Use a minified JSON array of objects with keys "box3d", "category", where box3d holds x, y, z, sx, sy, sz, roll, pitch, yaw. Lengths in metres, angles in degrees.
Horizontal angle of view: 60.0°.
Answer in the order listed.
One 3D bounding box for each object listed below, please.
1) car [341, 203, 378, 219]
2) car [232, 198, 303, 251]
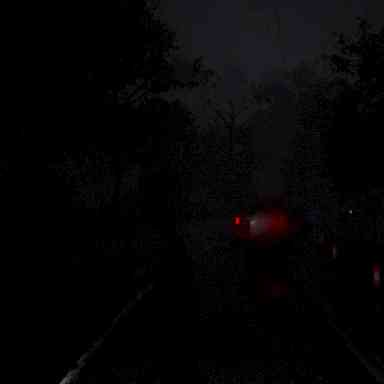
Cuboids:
[{"box3d":[15.472,1.701,30.638,4.181,1.385,1.994,0,-1,-42],"category":"car"},{"box3d":[3.480,1.273,14.745,2.150,2.045,5.566,0,0,26],"category":"car"}]
